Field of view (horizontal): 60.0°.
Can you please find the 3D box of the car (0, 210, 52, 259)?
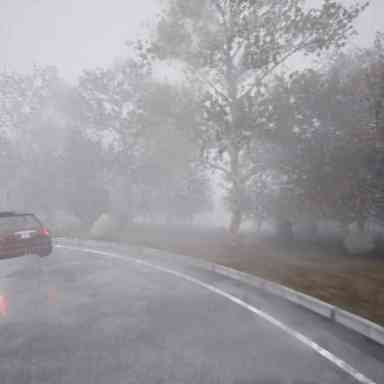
[{"bbox_3d":[-7.208,1.512,12.249,4.553,1.767,2.097,-1,0,36],"label":"car"}]
